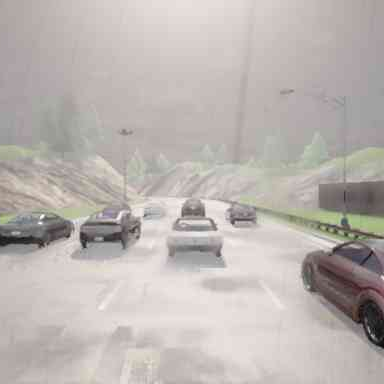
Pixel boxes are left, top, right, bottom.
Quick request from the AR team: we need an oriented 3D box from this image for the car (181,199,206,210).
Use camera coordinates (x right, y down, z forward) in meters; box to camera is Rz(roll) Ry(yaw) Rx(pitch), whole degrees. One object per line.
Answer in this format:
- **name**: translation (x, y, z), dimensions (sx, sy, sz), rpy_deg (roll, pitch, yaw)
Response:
- **car**: translation (0.124, 1.381, 29.916), dimensions (2.097, 1.767, 4.553), rpy_deg (0, 0, 0)

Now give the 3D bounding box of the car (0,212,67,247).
- **car**: translation (-6.902, 1.579, 15.063), dimensions (1.994, 1.385, 4.181), rpy_deg (0, 0, 0)

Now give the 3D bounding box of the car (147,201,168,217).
- **car**: translation (-3.382, 1.556, 31.204), dimensions (1.812, 1.442, 4.674), rpy_deg (0, 0, 0)

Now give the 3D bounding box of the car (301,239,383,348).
- **car**: translation (3.591, 1.570, 6.274), dimensions (1.994, 1.385, 4.181), rpy_deg (0, 0, 0)

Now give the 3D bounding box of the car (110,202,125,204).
- **car**: translation (-6.871, 1.594, 30.813), dimensions (1.994, 1.385, 4.181), rpy_deg (0, 0, 0)

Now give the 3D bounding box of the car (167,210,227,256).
- **car**: translation (0.097, 1.614, 13.128), dimensions (1.895, 1.301, 4.718), rpy_deg (0, 0, 0)

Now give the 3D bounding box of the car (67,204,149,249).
- **car**: translation (-3.402, 1.506, 14.596), dimensions (2.128, 1.511, 4.902), rpy_deg (0, 0, 0)

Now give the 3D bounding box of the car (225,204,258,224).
- **car**: translation (3.602, 1.572, 24.843), dimensions (2.033, 1.411, 5.357), rpy_deg (0, 0, 0)
